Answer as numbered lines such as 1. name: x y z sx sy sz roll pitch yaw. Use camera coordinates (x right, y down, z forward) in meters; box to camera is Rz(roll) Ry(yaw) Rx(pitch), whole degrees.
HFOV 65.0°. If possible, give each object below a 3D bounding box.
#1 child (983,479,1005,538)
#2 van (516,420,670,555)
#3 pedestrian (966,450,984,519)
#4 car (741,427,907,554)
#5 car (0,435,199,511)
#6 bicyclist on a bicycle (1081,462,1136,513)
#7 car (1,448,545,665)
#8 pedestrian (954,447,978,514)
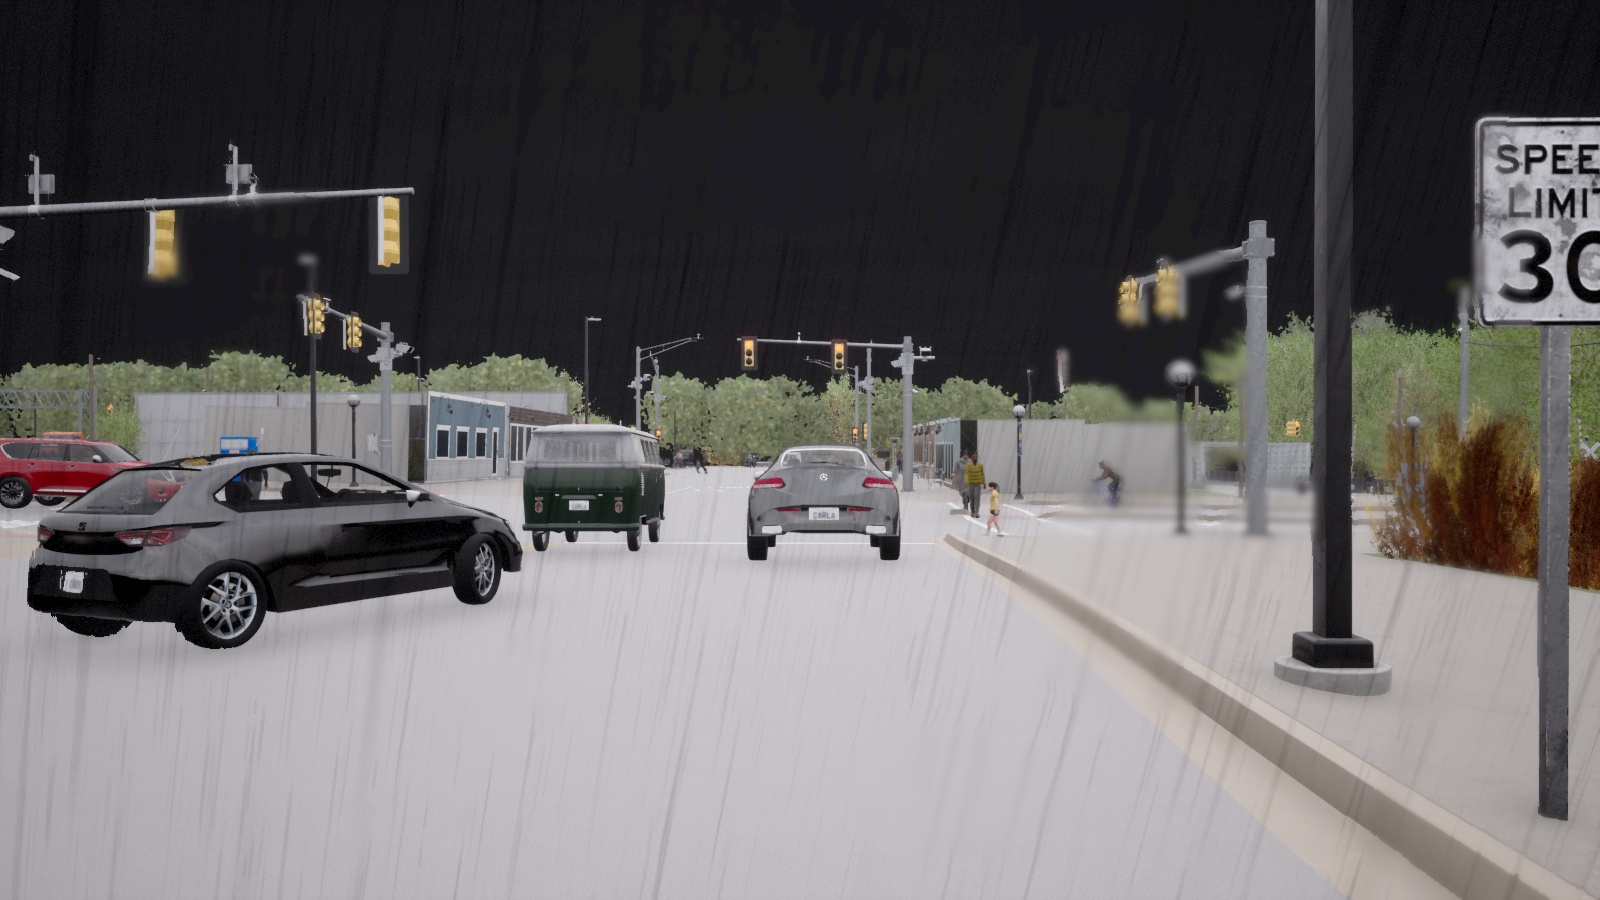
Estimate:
1. child: 3.711 1.115 24.060 0.394 1.110 0.255 0 1 13
2. van: -3.282 0.598 20.731 1.775 1.987 4.442 0 -1 0
3. pedestrian: 4.748 0.930 34.098 0.431 1.840 0.709 0 1 3
4. car: 0.350 0.588 18.883 2.152 1.651 5.027 0 -1 1
5. car: -21.005 0.661 36.899 5.566 2.045 2.150 1 0 -3
6. bicyclist on a bicycle: 10.250 1.247 41.787 1.656 1.620 0.582 1 -1 0
7. car: -4.332 0.746 11.057 1.816 1.474 4.193 0 1 28
8. pedestrian: 4.941 0.904 37.472 0.659 1.952 0.873 0 1 3
